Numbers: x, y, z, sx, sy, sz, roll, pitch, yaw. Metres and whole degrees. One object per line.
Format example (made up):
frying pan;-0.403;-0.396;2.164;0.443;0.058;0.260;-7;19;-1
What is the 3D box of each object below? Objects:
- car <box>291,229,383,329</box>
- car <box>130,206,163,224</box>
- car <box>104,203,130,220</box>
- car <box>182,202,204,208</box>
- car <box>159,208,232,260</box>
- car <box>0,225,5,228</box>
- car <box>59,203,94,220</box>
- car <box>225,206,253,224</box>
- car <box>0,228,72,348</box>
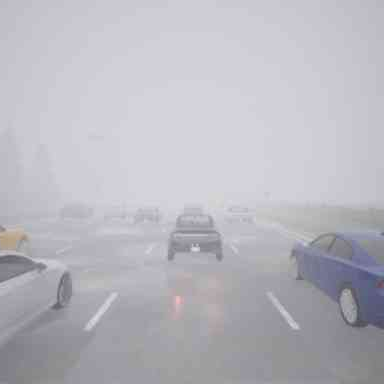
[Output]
car;3.603;1.534;7.105;1.882;1.535;5.008;0;0;0
car;-3.391;1.810;26.764;1.895;1.301;4.718;0;0;0
car;-6.888;1.768;30.998;1.812;1.442;4.674;0;0;0
car;0.110;1.725;31.648;1.882;1.535;5.008;0;0;0
car;0.105;1.593;12.855;2.128;1.511;4.902;0;0;0
car;-6.896;1.558;10.192;1.882;1.535;5.008;0;0;0
car;-10.390;1.729;30.306;2.128;1.511;4.902;0;0;0
car;3.609;1.810;26.762;1.895;1.301;4.718;0;0;0
car;-3.398;1.566;5.020;1.812;1.442;4.674;0;0;0
